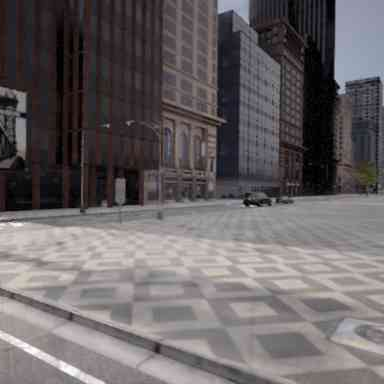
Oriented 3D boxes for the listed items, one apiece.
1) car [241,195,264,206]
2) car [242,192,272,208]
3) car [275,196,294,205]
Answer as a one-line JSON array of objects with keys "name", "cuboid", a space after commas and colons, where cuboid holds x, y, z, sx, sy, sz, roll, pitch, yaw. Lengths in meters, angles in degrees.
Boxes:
[{"name": "car", "cuboid": [9.553, 1.292, 52.453, 1.812, 1.442, 4.674, 1, 1, 35]}, {"name": "car", "cuboid": [9.251, 1.061, 46.744, 2.150, 2.045, 5.566, 1, 1, 36]}, {"name": "car", "cuboid": [15.371, 1.318, 55.480, 1.812, 1.442, 4.674, 1, 1, 35]}]
